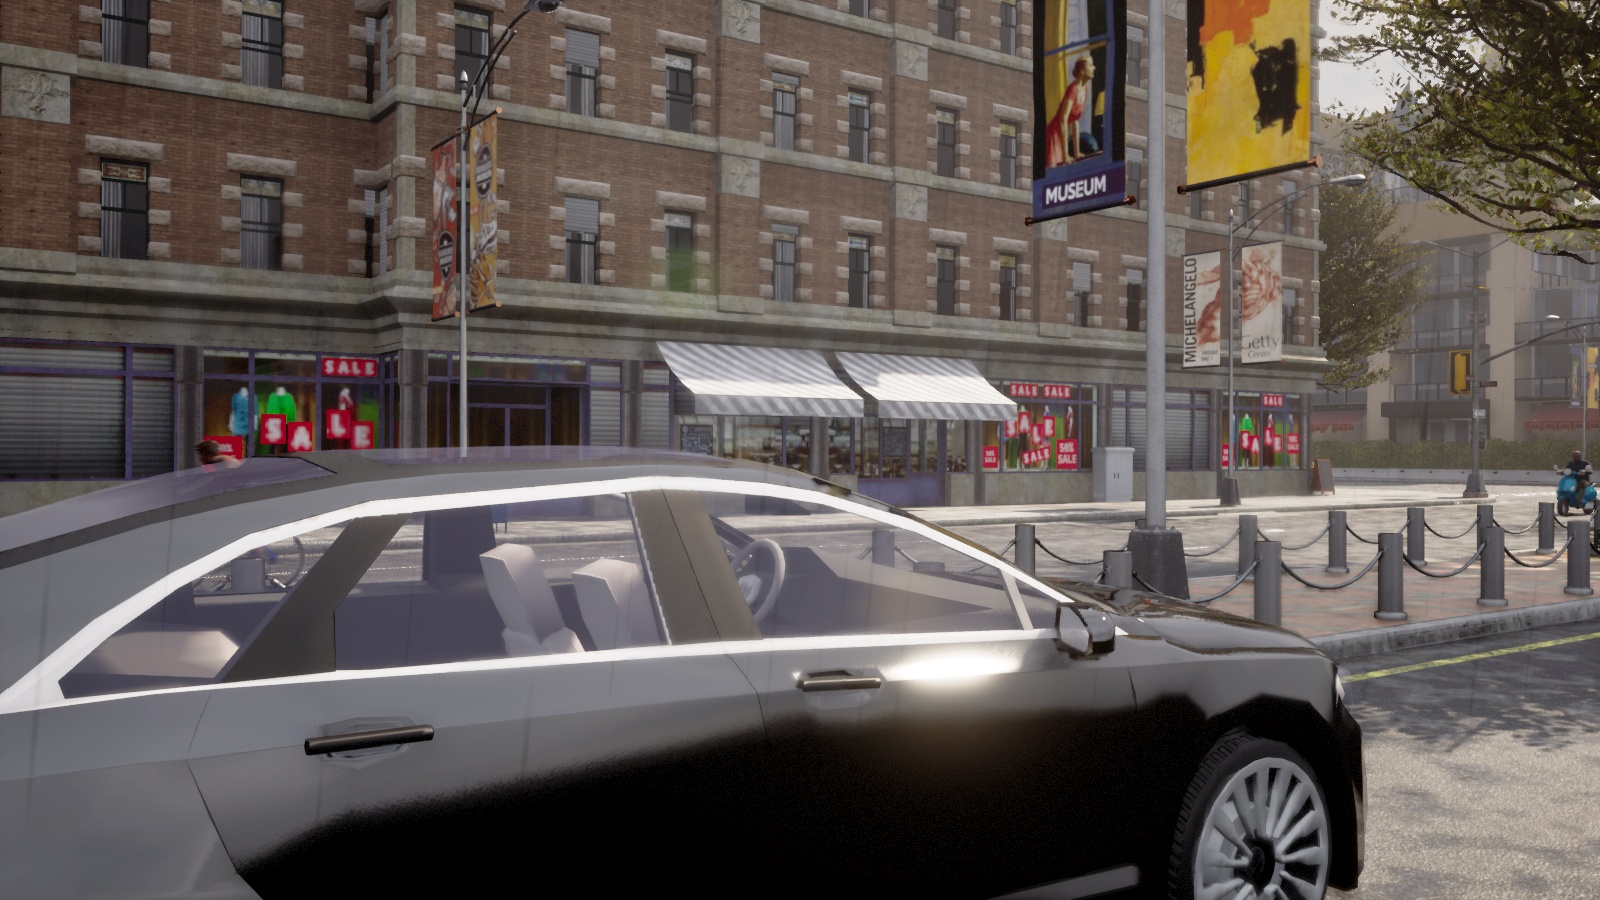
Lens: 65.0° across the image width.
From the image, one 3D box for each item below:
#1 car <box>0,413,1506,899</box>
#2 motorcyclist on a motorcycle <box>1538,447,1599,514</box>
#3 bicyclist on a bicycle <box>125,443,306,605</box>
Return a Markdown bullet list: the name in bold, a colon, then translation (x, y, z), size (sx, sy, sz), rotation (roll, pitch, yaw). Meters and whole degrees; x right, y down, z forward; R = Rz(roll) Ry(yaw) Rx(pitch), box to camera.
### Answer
- **car**: translation (-0.444, 0.710, 3.351), size (4.902, 1.511, 2.128), rotation (0, 0, -35)
- **motorcyclist on a motorcycle**: translation (19.103, 0.733, 30.957), size (1.817, 1.590, 0.866), rotation (0, 0, -34)
- **bicyclist on a bicycle**: translation (-6.202, 0.743, 13.354), size (1.656, 1.620, 0.582), rotation (0, 0, -35)
